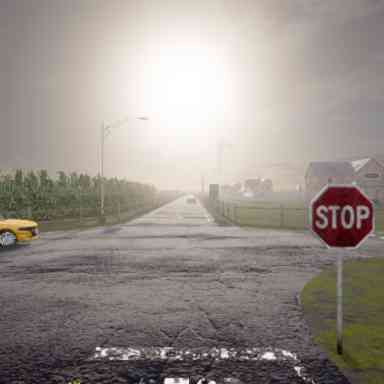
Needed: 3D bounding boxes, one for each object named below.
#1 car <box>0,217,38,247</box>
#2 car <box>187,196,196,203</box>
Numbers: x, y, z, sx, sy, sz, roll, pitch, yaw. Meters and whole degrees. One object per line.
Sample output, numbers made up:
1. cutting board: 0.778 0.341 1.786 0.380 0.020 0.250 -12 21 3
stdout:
1. car: -9.354 1.542 14.331 5.008 1.535 1.882 -1 0 -9
2. car: -0.072 1.589 71.364 2.128 1.511 4.902 0 0 0
